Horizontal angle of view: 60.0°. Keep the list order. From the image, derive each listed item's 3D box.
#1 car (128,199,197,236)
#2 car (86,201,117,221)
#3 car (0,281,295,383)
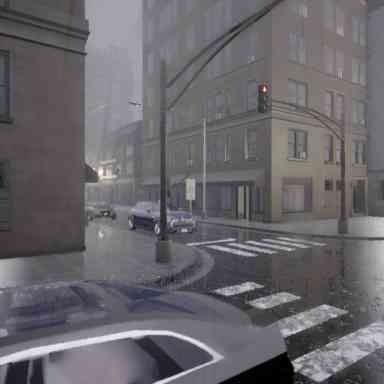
[{"bbox_3d":[-1.675,1.269,17.944,2.097,1.767,4.553,0,0,-36],"label":"car"},{"bbox_3d":[-7.472,1.428,26.049,1.994,1.385,4.181,0,0,-35],"label":"car"},{"bbox_3d":[-1.411,1.492,2.065,4.902,1.511,2.128,0,0,-36],"label":"car"}]
